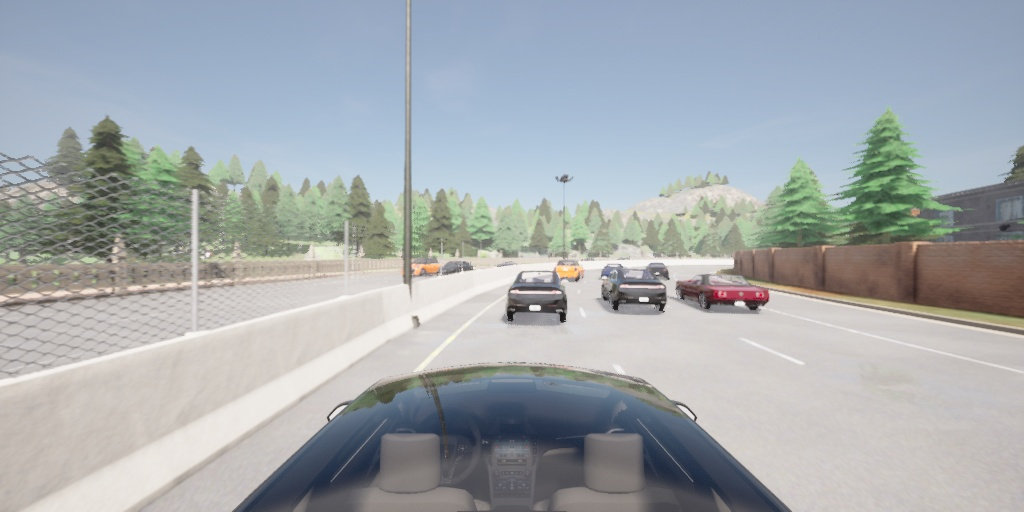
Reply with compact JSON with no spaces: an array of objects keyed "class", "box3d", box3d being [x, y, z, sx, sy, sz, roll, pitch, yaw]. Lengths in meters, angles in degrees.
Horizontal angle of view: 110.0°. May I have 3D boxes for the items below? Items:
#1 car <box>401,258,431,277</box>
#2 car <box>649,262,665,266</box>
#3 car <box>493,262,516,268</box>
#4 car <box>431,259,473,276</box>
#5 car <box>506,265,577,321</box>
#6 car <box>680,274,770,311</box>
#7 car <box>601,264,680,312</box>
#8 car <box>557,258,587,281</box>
[{"class":"car","box3d":[-8.611,1.014,34.408,2.097,1.767,4.553,0,0,18]},{"class":"car","box3d":[12.811,1.274,31.765,1.812,1.442,4.674,0,0,20]},{"class":"car","box3d":[-0.492,1.253,36.525,1.994,1.385,4.181,0,0,21]},{"class":"car","box3d":[-5.264,1.181,33.497,1.837,1.490,4.892,0,0,18]},{"class":"car","box3d":[0.931,1.227,12.379,2.128,1.511,4.902,0,0,7]},{"class":"car","box3d":[8.256,1.361,14.649,1.895,1.301,4.718,0,0,9]},{"class":"car","box3d":[4.731,1.238,14.371,2.128,1.511,4.902,0,0,8]},{"class":"car","box3d":[4.770,1.073,29.824,2.097,1.767,4.553,0,0,17]}]
